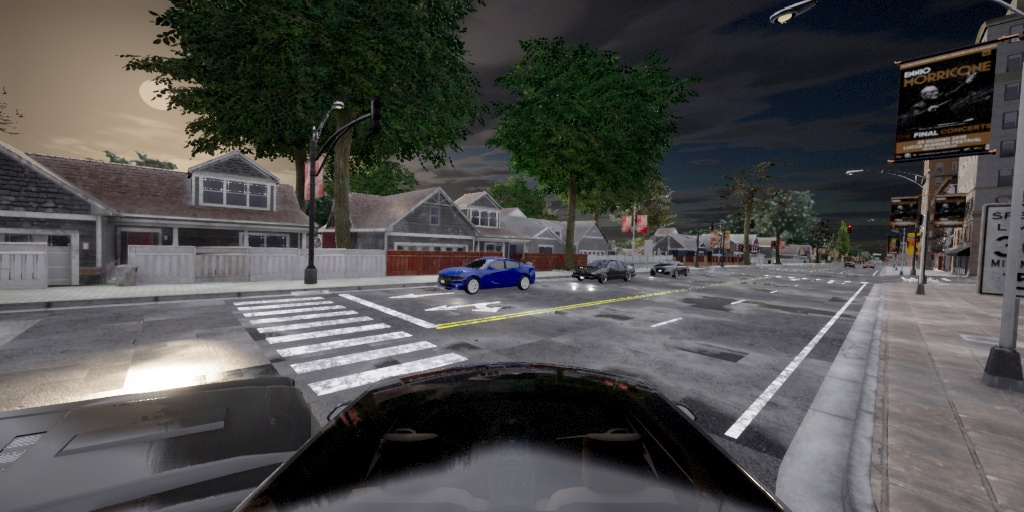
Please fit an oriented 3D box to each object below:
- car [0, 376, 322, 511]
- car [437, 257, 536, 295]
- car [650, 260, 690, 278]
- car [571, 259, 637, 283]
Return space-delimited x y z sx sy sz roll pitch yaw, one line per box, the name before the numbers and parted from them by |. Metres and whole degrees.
car | -3.315 1.281 1.351 4.718 1.301 1.895 1 2 -34
car | -1.047 0.797 16.525 5.008 1.535 1.882 0 2 -44
car | 13.382 1.021 30.298 4.181 1.385 1.994 1 2 -44
car | 6.152 0.934 23.411 5.357 1.411 2.033 1 2 -44
